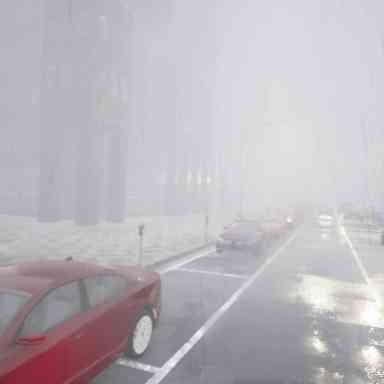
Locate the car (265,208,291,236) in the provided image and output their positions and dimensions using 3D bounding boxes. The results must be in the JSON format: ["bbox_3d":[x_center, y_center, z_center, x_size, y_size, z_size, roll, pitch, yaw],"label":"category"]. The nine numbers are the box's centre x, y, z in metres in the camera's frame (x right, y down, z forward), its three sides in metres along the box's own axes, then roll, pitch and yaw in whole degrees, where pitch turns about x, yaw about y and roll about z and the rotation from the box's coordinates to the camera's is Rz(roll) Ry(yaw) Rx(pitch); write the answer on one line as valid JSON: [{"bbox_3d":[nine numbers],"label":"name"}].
[{"bbox_3d":[4.370,1.874,19.092,1.752,1.417,4.829,2,-1,22],"label":"car"}]

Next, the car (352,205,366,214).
[{"bbox_3d":[31.395,3.251,62.686,1.887,1.381,4.507,2,-1,22],"label":"car"}]

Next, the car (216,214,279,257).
[{"bbox_3d":[2.313,1.809,14.064,1.802,1.307,4.206,2,-1,22],"label":"car"}]

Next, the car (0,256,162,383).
[{"bbox_3d":[-1.923,1.522,3.697,1.887,1.381,4.507,2,-1,22],"label":"car"}]

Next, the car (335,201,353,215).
[{"bbox_3d":[23.838,2.558,51.479,2.150,2.045,5.566,2,-1,22],"label":"car"}]

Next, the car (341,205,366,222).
[{"bbox_3d":[18.401,2.539,38.054,1.812,1.442,4.674,2,0,23],"label":"car"}]

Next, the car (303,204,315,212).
[{"bbox_3d":[21.385,2.921,60.721,1.947,1.339,4.313,2,-1,22],"label":"car"}]

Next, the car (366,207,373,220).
[{"bbox_3d":[22.919,2.749,41.949,1.887,1.381,4.507,2,-1,22],"label":"car"}]

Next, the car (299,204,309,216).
[{"bbox_3d":[10.791,2.273,34.801,1.887,1.381,4.507,2,-1,22],"label":"car"}]

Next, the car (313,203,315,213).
[{"bbox_3d":[17.146,2.686,50.353,1.802,1.307,4.206,2,-1,22],"label":"car"}]

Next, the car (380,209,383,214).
[{"bbox_3d":[16.562,2.373,26.395,1.887,1.381,4.507,2,-1,22],"label":"car"}]

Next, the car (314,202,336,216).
[{"bbox_3d":[19.334,2.647,48.405,2.128,1.511,4.902,2,-1,22],"label":"car"}]

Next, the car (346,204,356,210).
[{"bbox_3d":[39.871,3.776,83.424,1.947,1.339,4.313,2,-1,22],"label":"car"}]

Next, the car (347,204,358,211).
[{"bbox_3d":[37.752,3.649,78.240,1.947,1.339,4.313,2,-1,22],"label":"car"}]

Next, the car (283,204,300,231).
[{"bbox_3d":[6.557,1.918,24.434,1.967,1.590,4.097,2,-1,22],"label":"car"}]

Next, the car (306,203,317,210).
[{"bbox_3d":[25.622,3.172,71.089,1.947,1.339,4.313,2,-1,22],"label":"car"}]

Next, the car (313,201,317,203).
[{"bbox_3d":[19.270,2.670,55.538,1.967,1.590,4.097,2,-1,22],"label":"car"}]

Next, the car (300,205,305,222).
[{"bbox_3d":[8.672,2.148,29.616,1.887,1.381,4.507,2,-1,22],"label":"car"}]

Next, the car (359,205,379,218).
[{"bbox_3d":[25.042,2.770,47.134,1.967,1.590,4.097,2,-1,22],"label":"car"}]

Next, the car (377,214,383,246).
[{"bbox_3d":[10.022,2.021,15.323,1.812,1.442,4.674,2,-1,22],"label":"car"}]

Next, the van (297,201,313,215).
[{"bbox_3d":[15.036,2.320,45.171,1.690,1.788,3.998,2,-1,22],"label":"van"}]

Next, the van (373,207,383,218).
[{"bbox_3d":[18.688,2.295,31.582,1.690,1.788,3.998,2,-1,22],"label":"van"}]
